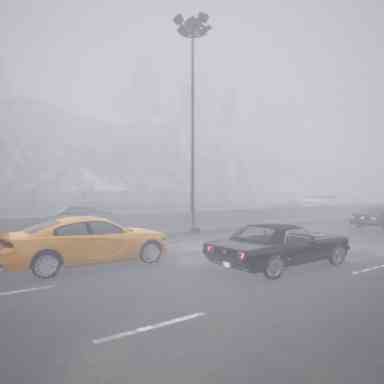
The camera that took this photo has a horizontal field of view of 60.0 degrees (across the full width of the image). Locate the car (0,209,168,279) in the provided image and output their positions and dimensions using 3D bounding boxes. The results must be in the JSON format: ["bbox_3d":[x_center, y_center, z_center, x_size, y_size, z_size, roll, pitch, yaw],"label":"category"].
[{"bbox_3d":[-3.102,1.480,10.131,5.008,1.535,1.882,0,0,-35],"label":"car"}]

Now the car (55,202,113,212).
[{"bbox_3d":[-7.341,1.530,20.252,4.674,1.442,1.812,0,0,-35],"label":"car"}]

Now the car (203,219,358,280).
[{"bbox_3d":[2.713,1.608,9.978,4.718,1.301,1.895,0,0,-36],"label":"car"}]

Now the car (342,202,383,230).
[{"bbox_3d":[12.023,1.566,20.918,5.357,1.411,2.033,0,0,-35],"label":"car"}]

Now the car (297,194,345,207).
[{"bbox_3d":[15.966,1.256,41.117,5.566,2.045,2.150,1,0,-35],"label":"car"}]

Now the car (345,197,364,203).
[{"bbox_3d":[27.806,1.543,57.643,4.902,1.511,2.128,0,0,-34],"label":"car"}]

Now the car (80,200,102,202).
[{"bbox_3d":[-9.930,1.514,31.301,4.892,1.490,1.837,1,0,-35],"label":"car"}]

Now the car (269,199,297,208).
[{"bbox_3d":[12.341,1.577,42.843,5.357,1.411,2.033,0,0,-35],"label":"car"}]
